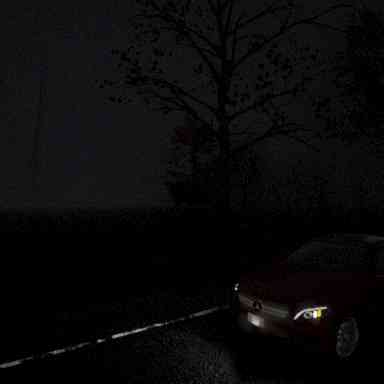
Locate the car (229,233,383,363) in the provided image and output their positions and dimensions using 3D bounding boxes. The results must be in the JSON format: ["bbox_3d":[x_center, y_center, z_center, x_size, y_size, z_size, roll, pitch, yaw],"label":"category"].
[{"bbox_3d":[2.780,1.526,6.005,4.674,1.442,1.812,0,0,-36],"label":"car"}]
